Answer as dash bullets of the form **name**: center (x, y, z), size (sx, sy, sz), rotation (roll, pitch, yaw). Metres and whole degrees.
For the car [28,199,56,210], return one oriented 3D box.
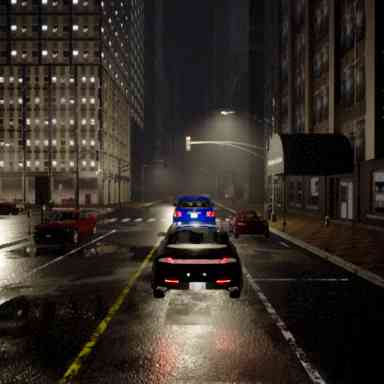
- **car**: center (-18.479, 1.494, 39.433), size (4.403, 1.369, 2.008), rotation (0, 0, 1)

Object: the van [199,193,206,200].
- **van**: center (2.782, 1.302, 89.142), size (1.690, 1.788, 3.998), rotation (0, 0, 0)

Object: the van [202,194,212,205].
- **van**: center (2.751, 1.321, 60.658), size (1.690, 1.788, 3.998), rotation (0, 0, 0)

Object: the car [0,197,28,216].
- **car**: center (-18.575, 1.304, 31.051), size (5.009, 1.841, 2.192), rotation (0, 0, 1)

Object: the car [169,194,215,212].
- **car**: center (0.109, 1.217, 18.386), size (2.150, 2.045, 5.566), rotation (0, 0, 0)

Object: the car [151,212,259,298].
- **car**: center (0.108, 1.490, 8.467), size (2.128, 1.511, 4.902), rotation (0, 0, 0)

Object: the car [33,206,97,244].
- **car**: center (-5.808, 1.541, 15.698), size (1.887, 1.381, 4.507), rotation (0, 0, 0)

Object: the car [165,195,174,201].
- **car**: center (-5.603, 1.531, 83.455), size (1.947, 1.339, 4.313), rotation (0, 0, 0)

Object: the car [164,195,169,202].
- **car**: center (-5.610, 1.514, 77.758), size (1.887, 1.381, 4.507), rotation (0, 0, 0)

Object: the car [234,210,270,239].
- **car**: center (2.833, 1.578, 17.065), size (1.802, 1.307, 4.206), rotation (0, 0, 0)

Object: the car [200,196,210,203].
- **car**: center (2.764, 1.524, 72.051), size (2.008, 1.369, 4.403), rotation (0, 0, 0)

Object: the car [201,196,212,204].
- **car**: center (2.758, 1.528, 66.354), size (2.008, 1.369, 4.403), rotation (0, 0, 0)

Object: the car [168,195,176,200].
- **car**: center (-5.591, 1.522, 94.848), size (1.947, 1.339, 4.313), rotation (0, 0, 0)
